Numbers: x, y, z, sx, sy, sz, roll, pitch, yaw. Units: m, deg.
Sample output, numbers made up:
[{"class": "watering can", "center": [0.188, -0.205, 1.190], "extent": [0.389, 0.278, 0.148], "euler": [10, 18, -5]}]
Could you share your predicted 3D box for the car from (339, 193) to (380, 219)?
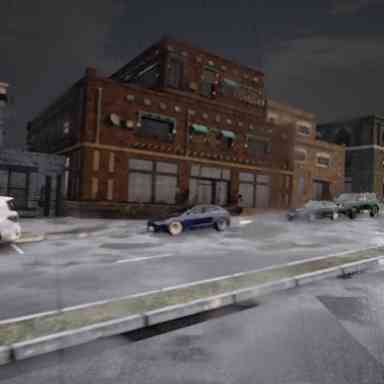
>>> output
[{"class": "car", "center": [13.393, 1.073, 27.631], "extent": [5.566, 2.045, 2.435], "euler": [0, 0, -36]}]

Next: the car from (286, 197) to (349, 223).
[{"class": "car", "center": [8.937, 1.345, 24.424], "extent": [4.892, 1.521, 2.231], "euler": [0, 0, -36]}]

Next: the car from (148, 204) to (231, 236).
[{"class": "car", "center": [-0.065, 1.413, 17.951], "extent": [4.792, 1.488, 2.163], "euler": [0, 0, -36]}]

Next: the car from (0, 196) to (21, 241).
[{"class": "car", "center": [-9.028, 1.172, 11.494], "extent": [5.566, 2.045, 2.435], "euler": [0, 0, -36]}]
